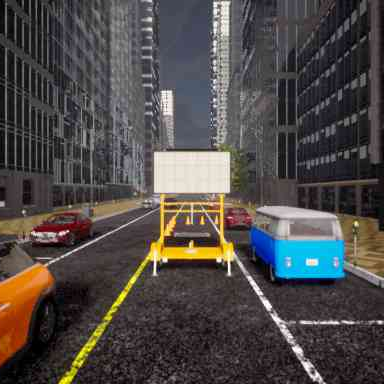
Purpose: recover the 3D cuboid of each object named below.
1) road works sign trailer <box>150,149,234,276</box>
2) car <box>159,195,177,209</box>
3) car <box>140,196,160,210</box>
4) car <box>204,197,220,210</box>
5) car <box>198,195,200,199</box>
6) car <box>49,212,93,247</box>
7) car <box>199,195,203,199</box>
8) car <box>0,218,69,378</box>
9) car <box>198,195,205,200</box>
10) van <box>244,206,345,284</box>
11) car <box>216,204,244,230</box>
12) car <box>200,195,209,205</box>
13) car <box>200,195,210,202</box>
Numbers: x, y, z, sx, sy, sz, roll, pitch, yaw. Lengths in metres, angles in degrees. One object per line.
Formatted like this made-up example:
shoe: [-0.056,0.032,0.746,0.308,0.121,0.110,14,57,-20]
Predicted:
road works sign trailer: [0.001,0.464,10.323,2.380,3.560,2.880,0,0,0]
car: [-3.096,1.474,44.679,1.882,1.535,5.008,0,0,0]
car: [-5.687,1.548,43.462,2.008,1.369,4.403,0,0,0]
car: [2.693,1.581,37.766,1.802,1.307,4.206,0,0,0]
car: [2.696,1.410,66.228,1.967,1.590,4.097,0,0,0]
car: [-5.690,1.581,14.999,1.802,1.307,4.206,0,0,0]
car: [2.695,1.538,54.843,2.008,1.369,4.403,0,0,0]
car: [-3.100,1.352,3.161,2.097,1.767,4.553,0,0,0]
car: [2.698,1.462,94.690,1.887,1.381,4.507,0,0,0]
van: [2.691,1.341,9.304,1.690,1.788,3.998,0,0,0]
car: [2.692,1.581,20.688,1.802,1.307,4.206,0,0,0]
car: [2.694,1.544,49.150,2.008,1.369,4.403,0,0,0]
car: [2.696,1.401,71.920,1.967,1.590,4.097,0,0,0]
